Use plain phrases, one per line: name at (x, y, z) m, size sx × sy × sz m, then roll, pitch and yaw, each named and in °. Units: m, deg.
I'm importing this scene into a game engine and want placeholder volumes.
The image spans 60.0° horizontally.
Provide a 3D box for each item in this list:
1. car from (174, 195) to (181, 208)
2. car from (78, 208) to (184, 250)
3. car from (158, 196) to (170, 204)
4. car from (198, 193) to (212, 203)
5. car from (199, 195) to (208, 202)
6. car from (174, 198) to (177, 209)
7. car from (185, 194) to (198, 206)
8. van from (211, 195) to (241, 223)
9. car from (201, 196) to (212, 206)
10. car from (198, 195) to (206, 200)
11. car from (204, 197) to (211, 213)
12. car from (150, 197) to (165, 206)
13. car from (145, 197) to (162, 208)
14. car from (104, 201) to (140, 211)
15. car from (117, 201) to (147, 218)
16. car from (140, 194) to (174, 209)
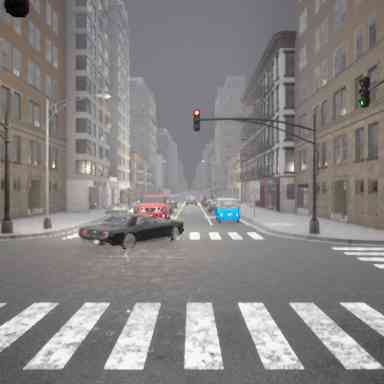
car at (-2.892, 1.484, 45.481) m, size 1.837 × 1.490 × 4.892 m, roll 0°, pitch 0°, yaw 0°
car at (-2.351, 1.589, 14.342) m, size 1.895 × 1.301 × 4.718 m, roll 0°, pitch 0°, yaw 35°
car at (-5.468, 1.526, 64.695) m, size 1.947 × 1.339 × 4.313 m, roll 0°, pitch 0°, yaw 0°
car at (2.571, 1.287, 53.347) m, size 2.192 × 1.841 × 5.009 m, roll 0°, pitch 0°, yaw 0°
car at (2.543, 1.498, 76.072) m, size 2.008 × 1.369 × 4.403 m, roll 0°, pitch 0°, yaw 0°
car at (-2.896, 1.587, 35.421) m, size 1.895 × 1.301 × 4.718 m, roll 0°, pitch 0°, yaw 0°
car at (-0.068, 1.518, 54.651) m, size 2.033 × 1.411 × 5.357 m, roll 0°, pitch 0°, yaw 0°
van at (2.605, 1.331, 24.941) m, size 1.690 × 1.788 × 3.998 m, roll 0°, pitch 0°, yaw 0°
car at (2.578, 1.560, 47.666) m, size 1.802 × 1.307 × 4.206 m, roll 0°, pitch 0°, yaw 0°
car at (2.529, 1.501, 87.435) m, size 1.947 × 1.339 × 4.313 m, roll 0°, pitch 0°, yaw 0°
car at (2.592, 1.568, 36.303) m, size 1.802 × 1.307 × 4.206 m, roll 0°, pitch 0°, yaw 0°
car at (-5.454, 1.538, 53.332) m, size 1.947 × 1.339 × 4.313 m, roll 0°, pitch 0°, yaw 0°
car at (-5.447, 1.503, 47.480) m, size 1.752 × 1.417 × 4.829 m, roll 0°, pitch 0°, yaw 0°
car at (-5.420, 1.541, 24.922) m, size 2.008 × 1.369 × 4.403 m, roll 0°, pitch 0°, yaw 0°
car at (-5.427, 1.533, 30.604) m, size 1.887 × 1.381 × 4.507 m, roll 0°, pitch 0°, yaw 0°
car at (-2.880, 1.212, 25.604) m, size 2.150 × 2.045 × 5.566 m, roll 0°, pitch 0°, yaw 0°
